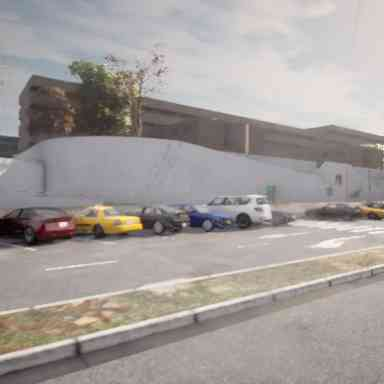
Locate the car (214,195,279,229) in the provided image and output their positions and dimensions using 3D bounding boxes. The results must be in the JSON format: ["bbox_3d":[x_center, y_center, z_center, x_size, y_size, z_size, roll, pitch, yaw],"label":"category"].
[{"bbox_3d":[2.489,1.232,22.050,5.566,2.045,2.435,0,-1,35],"label":"car"}]

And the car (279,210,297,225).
[{"bbox_3d":[4.951,1.517,23.762,4.892,1.521,2.231,0,-1,35],"label":"car"}]

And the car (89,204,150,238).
[{"bbox_3d":[-4.953,1.399,16.988,5.366,1.575,1.946,0,0,35],"label":"car"}]

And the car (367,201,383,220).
[{"bbox_3d":[14.858,1.663,30.516,5.366,1.575,1.946,0,-1,35],"label":"car"}]

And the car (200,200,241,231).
[{"bbox_3d":[0.076,1.455,20.324,5.008,1.535,2.097,0,-1,35],"label":"car"}]

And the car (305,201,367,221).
[{"bbox_3d":[12.268,1.665,28.898,4.674,1.452,2.002,0,-1,35],"label":"car"}]

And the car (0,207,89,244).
[{"bbox_3d":[-7.264,1.407,15.180,4.792,1.488,2.163,0,0,35],"label":"car"}]

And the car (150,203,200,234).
[{"bbox_3d":[-2.358,1.429,18.595,4.892,1.521,2.231,0,0,35],"label":"car"}]
